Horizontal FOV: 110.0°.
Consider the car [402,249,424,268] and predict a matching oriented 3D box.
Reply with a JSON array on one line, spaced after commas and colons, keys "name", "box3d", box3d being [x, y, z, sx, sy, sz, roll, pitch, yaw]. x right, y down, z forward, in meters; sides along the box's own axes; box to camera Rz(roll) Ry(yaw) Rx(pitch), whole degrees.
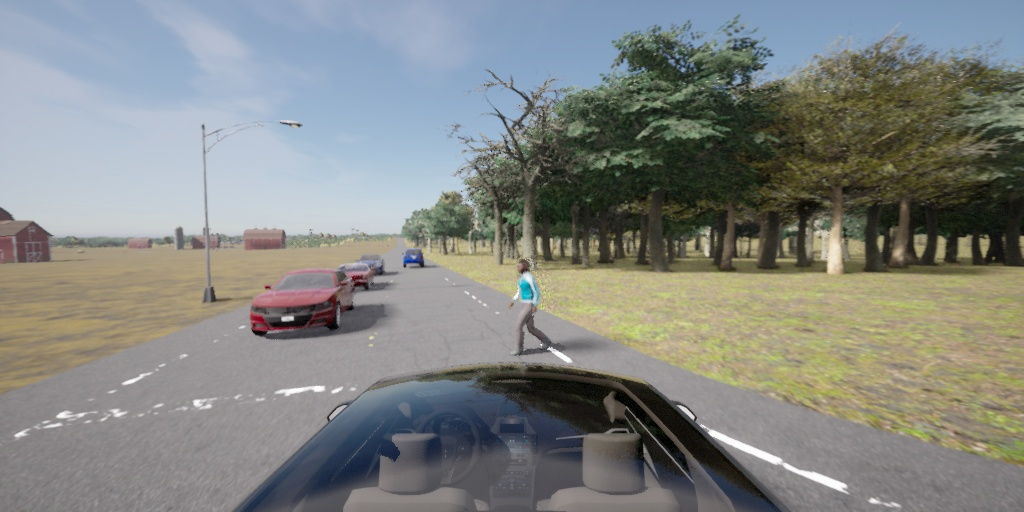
[{"name": "car", "box3d": [-11.049, 0.207, 40.158, 2.150, 2.045, 5.566, -1, 2, -17]}]

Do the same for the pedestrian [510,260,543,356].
[{"name": "pedestrian", "box3d": [0.254, 0.923, 6.764, 0.375, 1.860, 0.375, -3, 4, -17]}]

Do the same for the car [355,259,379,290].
[{"name": "car", "box3d": [-8.611, 1.081, 19.561, 1.895, 1.301, 4.718, -1, 1, -17]}]

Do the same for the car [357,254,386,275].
[{"name": "car", "box3d": [-11.596, 0.634, 29.401, 2.097, 1.767, 4.553, -1, 2, -16]}]

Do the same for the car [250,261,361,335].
[{"name": "car", "box3d": [-5.873, 1.124, 10.592, 1.882, 1.535, 5.008, -1, 1, -17]}]
